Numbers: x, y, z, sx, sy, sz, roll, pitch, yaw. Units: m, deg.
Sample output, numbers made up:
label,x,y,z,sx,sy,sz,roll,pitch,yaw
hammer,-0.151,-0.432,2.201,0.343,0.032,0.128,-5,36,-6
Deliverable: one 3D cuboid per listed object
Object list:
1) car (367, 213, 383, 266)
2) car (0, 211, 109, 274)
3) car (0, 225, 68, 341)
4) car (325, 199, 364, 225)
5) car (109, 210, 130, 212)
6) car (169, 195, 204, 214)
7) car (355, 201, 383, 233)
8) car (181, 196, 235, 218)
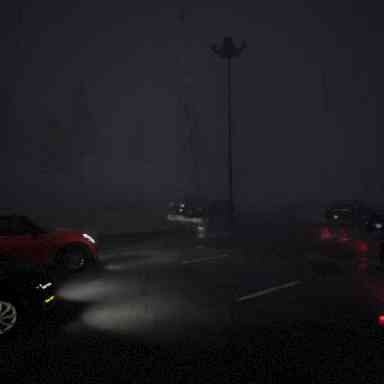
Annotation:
label,x,y,z,sx,sy,sz,roll,pitch,yaw
car,6.979,1.359,9.233,4.892,1.490,1.837,-1,1,-39
car,-4.904,1.352,8.961,4.553,1.767,2.097,-1,0,-36
car,-4.627,1.531,4.834,4.892,1.490,1.837,-1,1,-35
car,10.274,1.224,21.164,4.902,1.511,2.128,-1,1,-42
car,-7.936,1.418,33.394,5.357,1.411,2.033,-1,0,-40
car,0.065,1.141,30.989,4.553,1.767,2.097,-1,1,-41
car,10.086,1.294,16.349,4.674,1.442,1.812,-1,1,-40
car,1.662,1.318,27.746,4.674,1.442,1.812,-1,0,-41
